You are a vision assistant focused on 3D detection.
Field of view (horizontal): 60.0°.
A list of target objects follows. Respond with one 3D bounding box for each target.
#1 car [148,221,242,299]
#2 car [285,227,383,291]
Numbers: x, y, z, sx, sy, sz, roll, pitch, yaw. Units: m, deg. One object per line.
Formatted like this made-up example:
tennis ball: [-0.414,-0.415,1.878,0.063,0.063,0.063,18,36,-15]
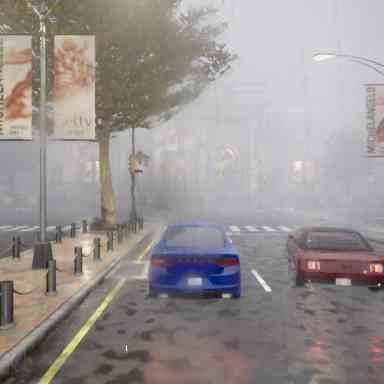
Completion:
car: [0.063,1.478,8.512,1.882,1.535,5.008,0,0,0]
car: [3.669,1.601,9.143,1.895,1.301,4.718,0,0,13]
